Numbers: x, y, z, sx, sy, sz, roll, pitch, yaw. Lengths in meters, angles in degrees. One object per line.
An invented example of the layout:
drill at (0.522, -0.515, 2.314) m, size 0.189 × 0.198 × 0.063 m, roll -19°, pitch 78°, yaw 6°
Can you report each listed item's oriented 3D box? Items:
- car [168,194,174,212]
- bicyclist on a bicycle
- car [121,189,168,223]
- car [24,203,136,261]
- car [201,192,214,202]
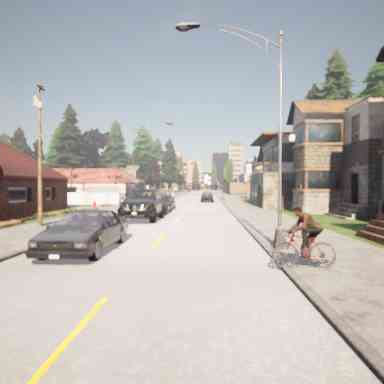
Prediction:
car at (-2.848, 1.094, 26.998) m, size 1.994 × 1.385 × 4.181 m, roll 0°, pitch 1°, yaw 3°
bicyclist on a bicycle at (2.913, 1.192, 8.670) m, size 1.656 × 1.620 × 0.582 m, roll 0°, pitch 1°, yaw 3°
car at (-3.176, 0.833, 21.887) m, size 2.150 × 2.045 × 5.566 m, roll 0°, pitch 1°, yaw 3°
car at (-3.641, 1.335, 11.710) m, size 2.033 × 1.411 × 5.357 m, roll 0°, pitch 1°, yaw 3°
car at (2.205, 0.715, 47.989) m, size 2.033 × 1.411 × 5.357 m, roll 0°, pitch 1°, yaw 3°
